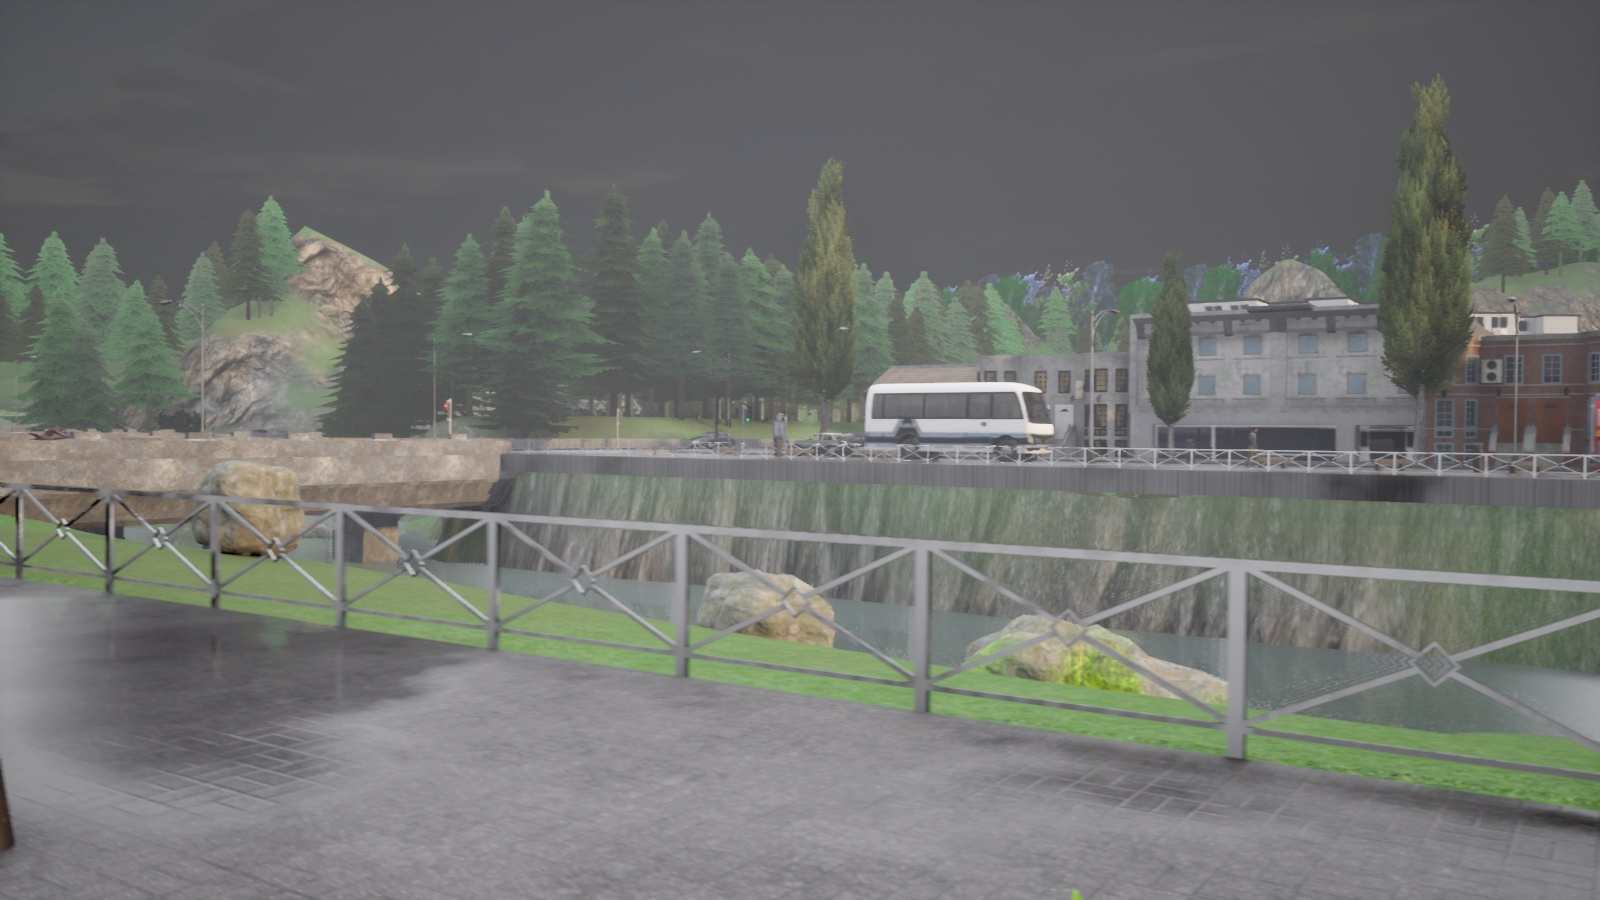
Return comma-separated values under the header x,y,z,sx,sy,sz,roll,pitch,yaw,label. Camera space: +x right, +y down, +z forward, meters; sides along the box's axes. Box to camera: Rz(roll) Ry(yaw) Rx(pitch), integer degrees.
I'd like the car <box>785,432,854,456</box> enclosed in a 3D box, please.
x,y,z,sx,sy,sz,roll,pitch,yaw,label
1.209,-0.377,77.371,3.806,1.475,1.970,0,1,34,car

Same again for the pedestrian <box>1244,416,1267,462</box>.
x,y,z,sx,sy,sz,roll,pitch,yaw,label
19.252,-0.460,53.088,0.788,1.949,0.423,0,1,38,pedestrian

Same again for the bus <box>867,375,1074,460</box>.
x,y,z,sx,sy,sz,roll,pitch,yaw,label
9.065,-1.652,67.357,10.273,4.253,3.944,0,1,34,bus

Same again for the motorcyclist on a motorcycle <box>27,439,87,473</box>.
x,y,z,sx,sy,sz,roll,pitch,yaw,label
-34.392,0.274,58.168,0.866,1.530,2.191,0,1,34,motorcyclist on a motorcycle
